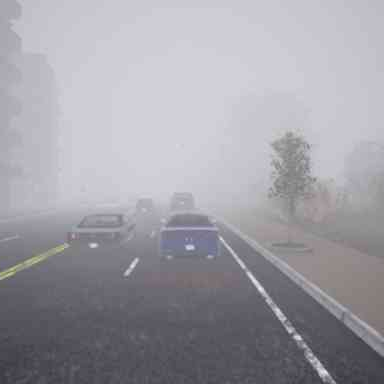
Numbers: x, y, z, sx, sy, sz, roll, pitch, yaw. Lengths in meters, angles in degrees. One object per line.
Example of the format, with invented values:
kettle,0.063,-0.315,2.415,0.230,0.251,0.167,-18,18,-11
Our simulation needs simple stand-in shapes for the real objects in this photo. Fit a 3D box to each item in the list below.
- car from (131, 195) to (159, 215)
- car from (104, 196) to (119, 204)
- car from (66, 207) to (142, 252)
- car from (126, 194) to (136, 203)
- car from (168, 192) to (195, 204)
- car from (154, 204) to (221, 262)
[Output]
car,-4.261,1.296,30.950,1.837,1.490,4.892,0,0,-4
car,-12.988,1.239,53.902,1.895,1.301,4.718,0,0,-6
car,-3.408,1.514,13.517,1.895,1.301,4.718,0,0,-2
car,-10.073,1.132,57.076,1.812,1.442,4.674,0,1,-6
car,-0.930,1.013,29.931,2.150,2.045,5.566,0,0,-4
car,-0.114,1.395,11.846,1.882,1.535,5.008,0,0,-1
